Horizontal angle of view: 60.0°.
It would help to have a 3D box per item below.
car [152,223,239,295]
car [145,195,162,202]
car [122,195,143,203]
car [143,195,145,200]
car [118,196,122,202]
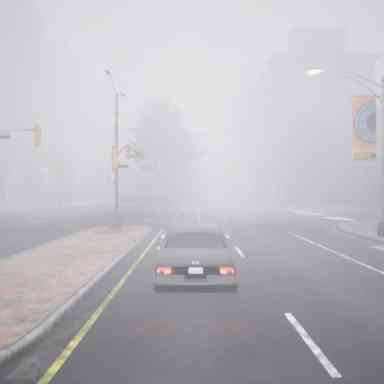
[{"bbox_3d":[0.086,1.530,8.800,2.033,1.411,5.357,0,0,0],"label":"car"},{"bbox_3d":[-7.911,1.432,68.564,1.994,1.385,4.181,0,0,0],"label":"car"},{"bbox_3d":[-11.447,1.367,64.320,2.128,1.511,4.902,0,0,1],"label":"car"},{"bbox_3d":[-11.392,1.372,79.571,2.128,1.511,4.902,0,0,0],"label":"car"},{"bbox_3d":[-14.656,1.461,69.449,1.895,1.301,4.718,0,0,0],"label":"car"}]
